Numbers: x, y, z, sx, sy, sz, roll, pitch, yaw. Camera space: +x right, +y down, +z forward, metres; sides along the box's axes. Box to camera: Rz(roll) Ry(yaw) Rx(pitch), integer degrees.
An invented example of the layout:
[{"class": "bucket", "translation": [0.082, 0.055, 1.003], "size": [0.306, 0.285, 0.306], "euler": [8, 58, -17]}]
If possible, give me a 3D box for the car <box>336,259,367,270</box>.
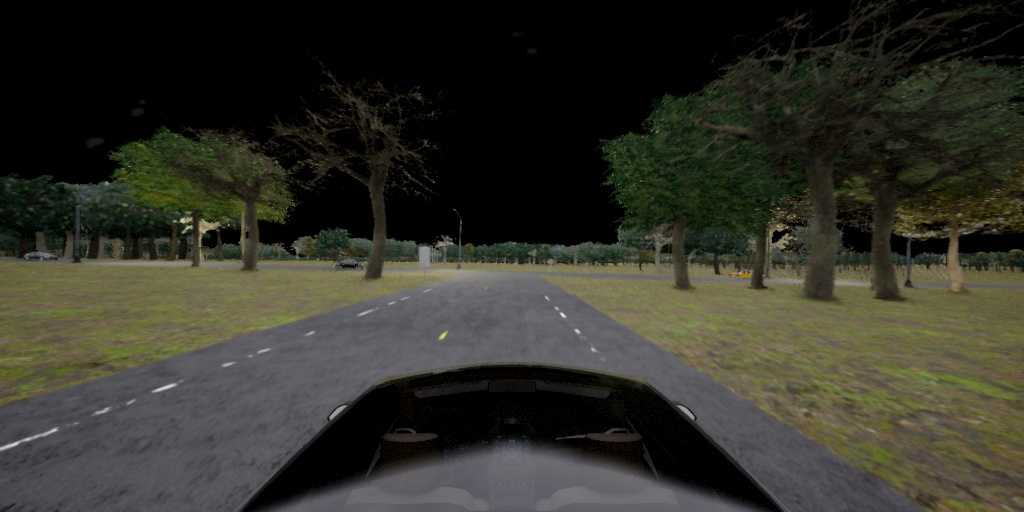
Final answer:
[{"class": "car", "translation": [-25.556, 1.287, 57.383], "size": [4.553, 1.767, 2.097], "euler": [1, 0, 0]}]
